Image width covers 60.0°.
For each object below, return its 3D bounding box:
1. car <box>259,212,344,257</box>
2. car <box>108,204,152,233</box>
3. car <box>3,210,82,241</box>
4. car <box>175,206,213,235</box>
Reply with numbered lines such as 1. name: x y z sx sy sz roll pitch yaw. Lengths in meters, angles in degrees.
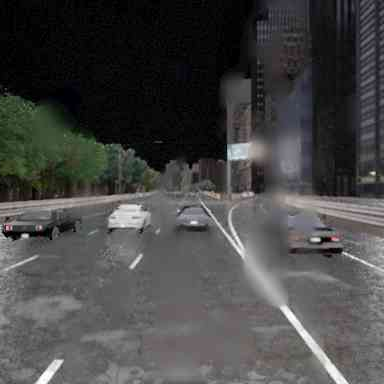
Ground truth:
1. car: 3.828 1.473 12.518 2.033 1.411 5.357 0 0 3
2. car: -3.405 1.416 18.718 1.812 1.442 4.674 0 0 0
3. car: -6.911 1.507 15.998 1.895 1.301 4.718 0 0 0
4. car: 0.094 1.457 18.249 1.994 1.385 4.181 0 0 0
